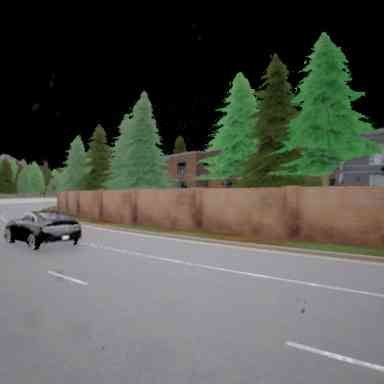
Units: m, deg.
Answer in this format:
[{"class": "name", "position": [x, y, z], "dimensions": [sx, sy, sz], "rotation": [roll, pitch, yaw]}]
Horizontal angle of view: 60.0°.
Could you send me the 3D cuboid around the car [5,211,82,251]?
[{"class": "car", "position": [-6.695, 1.590, 14.785], "dimensions": [4.902, 1.511, 2.128], "rotation": [0, 0, 45]}]
